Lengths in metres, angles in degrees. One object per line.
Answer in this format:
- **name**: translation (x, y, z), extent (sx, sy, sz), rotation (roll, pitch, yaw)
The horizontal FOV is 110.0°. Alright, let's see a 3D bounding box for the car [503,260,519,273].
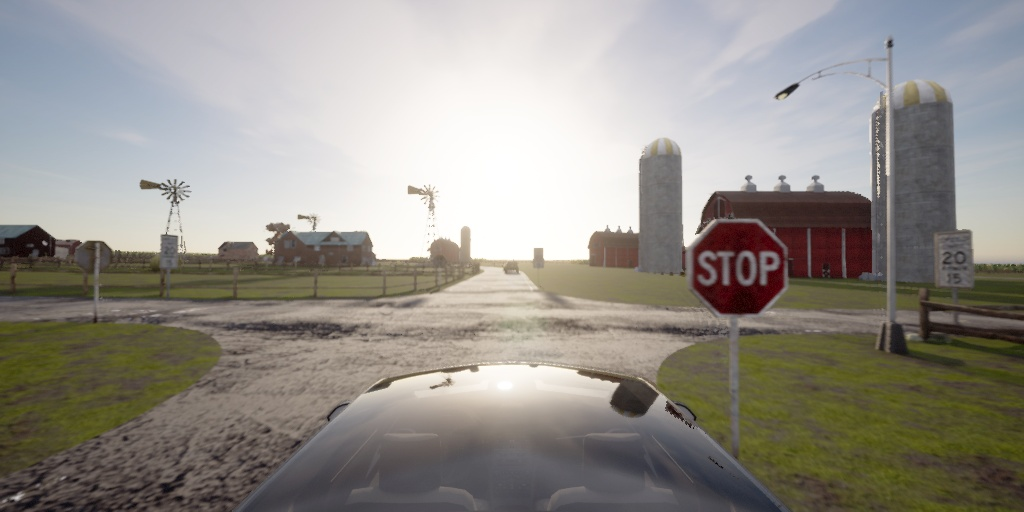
- **car**: translation (-0.043, 1.711, 59.032), extent (2.150, 2.045, 5.566), rotation (0, -1, -2)
